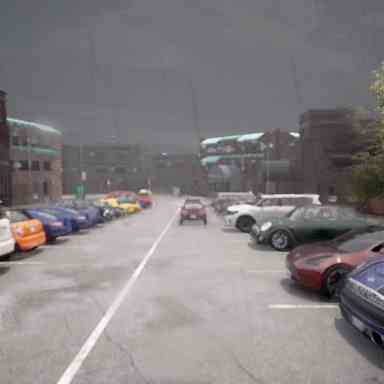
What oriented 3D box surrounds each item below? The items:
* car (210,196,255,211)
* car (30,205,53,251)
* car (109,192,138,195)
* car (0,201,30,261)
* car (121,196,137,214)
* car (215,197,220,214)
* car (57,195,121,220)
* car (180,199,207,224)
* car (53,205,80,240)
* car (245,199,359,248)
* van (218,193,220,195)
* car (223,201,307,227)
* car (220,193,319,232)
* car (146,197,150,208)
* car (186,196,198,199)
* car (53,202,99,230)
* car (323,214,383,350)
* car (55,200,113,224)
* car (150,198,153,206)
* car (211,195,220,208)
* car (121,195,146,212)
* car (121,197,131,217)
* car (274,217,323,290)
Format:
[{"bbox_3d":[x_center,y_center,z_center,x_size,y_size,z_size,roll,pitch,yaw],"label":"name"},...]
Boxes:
[{"bbox_3d":[4.632,1.295,38.437,4.892,1.521,2.231,0,1,0],"label":"car"},{"bbox_3d":[-7.652,1.308,11.554,4.553,1.767,2.185,0,0,0],"label":"car"},{"bbox_3d":[-7.660,1.209,35.189,4.553,1.767,2.185,0,0,0],"label":"car"},{"bbox_3d":[-7.711,1.194,8.740,5.566,2.045,2.435,0,0,0],"label":"car"},{"bbox_3d":[-7.874,1.360,29.308,5.366,1.575,1.946,0,0,0],"label":"car"},{"bbox_3d":[4.635,1.372,27.375,4.892,1.521,2.231,0,0,0],"label":"car"},{"bbox_3d":[-7.719,1.261,23.432,4.553,1.767,2.185,0,0,0],"label":"car"},{"bbox_3d":[0.093,1.431,23.772,1.812,1.442,4.674,0,0,0],"label":"car"},{"bbox_3d":[-7.682,1.462,14.493,4.674,1.452,2.002,0,0,0],"label":"car"},{"bbox_3d":[4.677,1.301,13.407,4.553,1.767,2.185,0,0,0],"label":"car"},{"bbox_3d":[4.522,1.106,35.627,4.442,1.987,1.878,0,1,0],"label":"van"},{"bbox_3d":[4.637,1.393,21.664,5.008,1.535,2.097,0,0,0],"label":"car"},{"bbox_3d":[4.616,1.153,18.868,5.566,2.045,2.435,0,0,0],"label":"car"},{"bbox_3d":[-7.697,1.301,38.020,5.008,1.535,2.097,0,1,0],"label":"car"},{"bbox_3d":[0.053,1.260,40.667,2.128,1.511,4.902,0,1,-1],"label":"car"},{"bbox_3d":[-7.683,1.450,17.555,4.674,1.452,2.002,0,0,0],"label":"car"},{"bbox_3d":[4.680,1.334,4.900,4.553,1.767,2.185,0,0,0],"label":"car"},{"bbox_3d":[-7.716,1.428,20.494,4.792,1.488,2.163,0,0,0],"label":"car"},{"bbox_3d":[-7.664,0.991,40.959,5.566,2.045,2.435,0,1,0],"label":"car"},{"bbox_3d":[4.646,1.350,32.835,4.892,1.521,2.231,0,0,0],"label":"car"},{"bbox_3d":[-7.505,1.348,32.248,5.366,1.575,1.946,0,0,0],"label":"car"},{"bbox_3d":[-7.695,1.376,26.245,4.892,1.521,2.231,0,0,0],"label":"car"},{"bbox_3d":[4.617,1.478,7.697,4.792,1.488,2.163,0,0,0],"label":"car"}]
